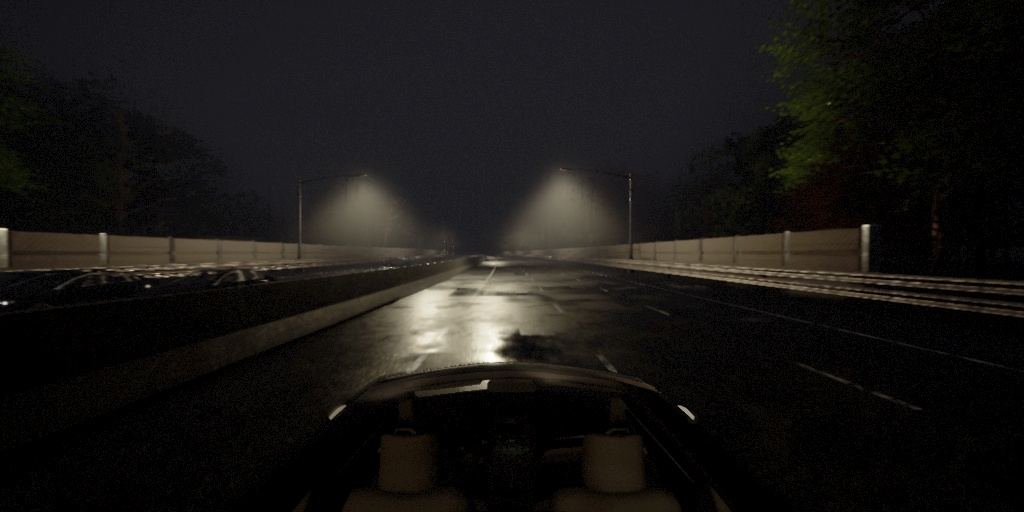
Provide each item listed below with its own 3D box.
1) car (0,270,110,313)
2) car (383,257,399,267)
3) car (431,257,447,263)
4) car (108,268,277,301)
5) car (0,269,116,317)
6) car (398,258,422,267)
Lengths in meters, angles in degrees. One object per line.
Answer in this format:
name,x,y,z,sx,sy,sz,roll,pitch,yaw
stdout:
car,-14.121,1.233,11.495,2.128,1.511,4.902,0,0,0
car,-18.291,0.927,55.633,2.033,1.411,5.357,0,1,-1
car,-11.310,0.893,55.953,1.812,1.442,4.674,0,1,-1
car,-10.627,1.221,12.888,2.128,1.511,4.902,0,0,0
car,-17.626,1.266,12.793,1.812,1.442,4.674,0,0,0
car,-14.735,0.999,52.776,1.895,1.301,4.718,0,1,-1
